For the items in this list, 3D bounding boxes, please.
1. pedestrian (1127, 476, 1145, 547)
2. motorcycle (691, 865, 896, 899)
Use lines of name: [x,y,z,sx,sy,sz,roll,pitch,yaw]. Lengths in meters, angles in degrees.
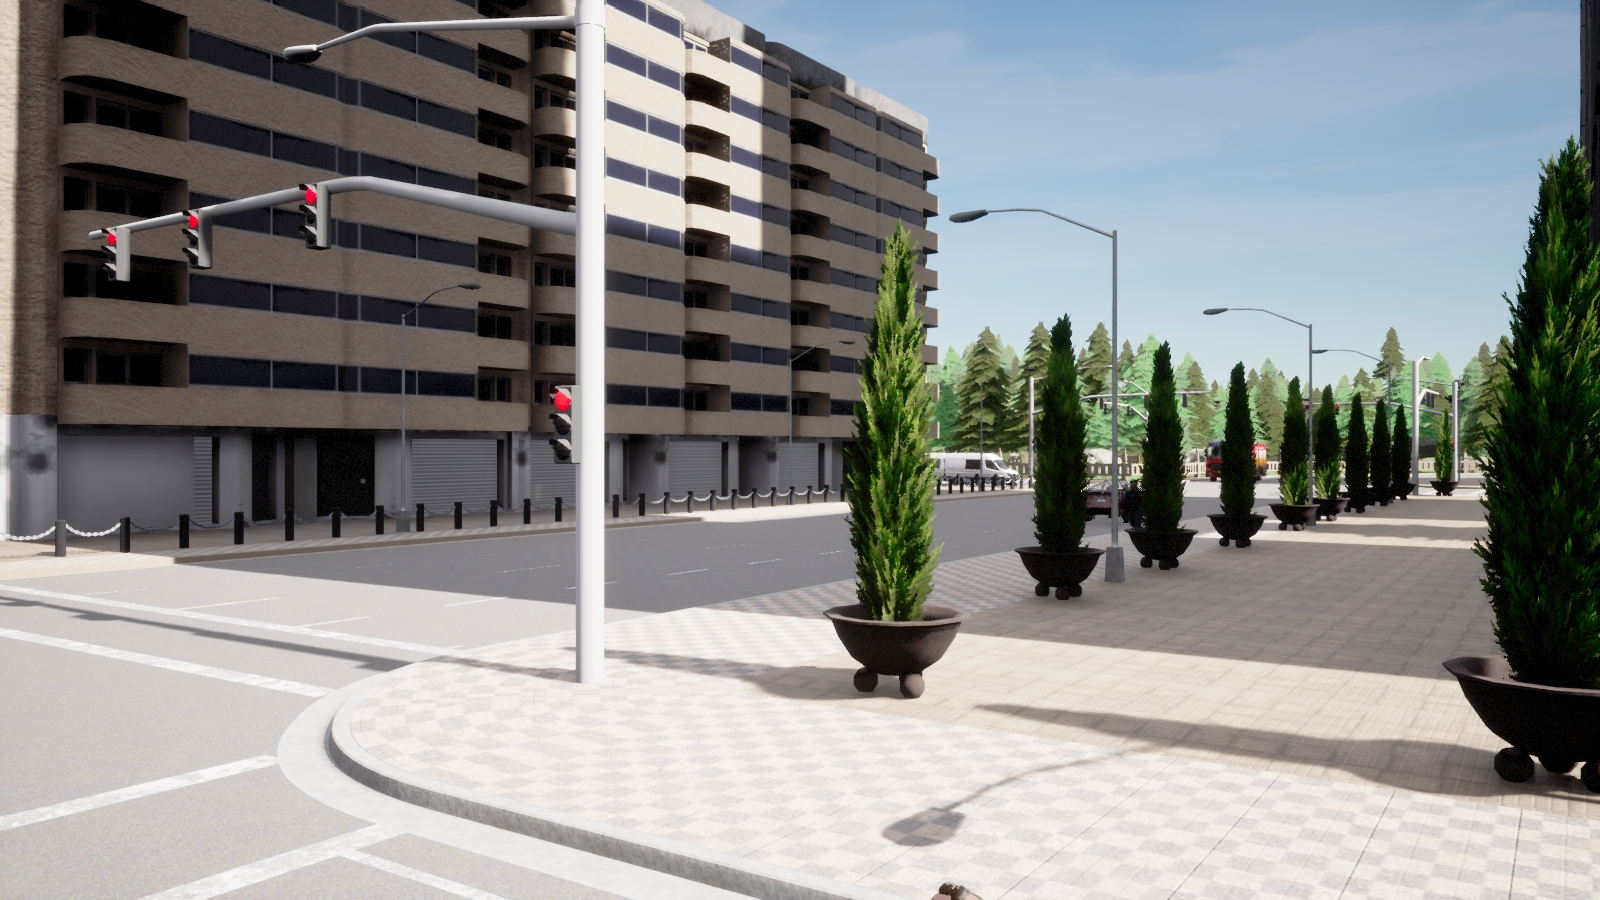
pedestrian: [8.956,1.642,30.446,0.375,1.860,0.375,0,0,30]
motorcycle: [0.516,2.205,3.364,2.209,1.251,0.867,0,0,34]
